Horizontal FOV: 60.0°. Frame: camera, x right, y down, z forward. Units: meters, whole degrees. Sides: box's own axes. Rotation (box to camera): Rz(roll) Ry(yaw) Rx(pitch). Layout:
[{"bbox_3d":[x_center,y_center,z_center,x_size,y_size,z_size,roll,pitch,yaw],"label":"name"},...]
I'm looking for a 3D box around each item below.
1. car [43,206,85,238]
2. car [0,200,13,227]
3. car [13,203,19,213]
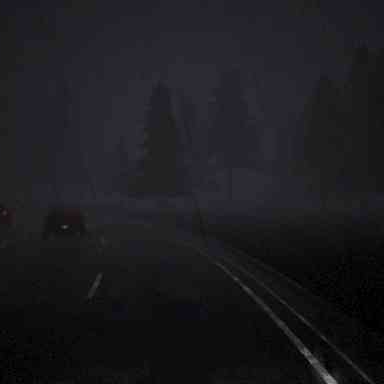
[{"bbox_3d":[-6.827,1.474,17.755,1.882,1.535,5.008,0,0,-22],"label":"car"},{"bbox_3d":[-13.384,1.353,22.175,2.097,1.767,4.553,0,0,-31],"label":"car"},{"bbox_3d":[-20.507,1.547,35.572,5.357,1.411,2.033,0,0,38],"label":"car"}]
